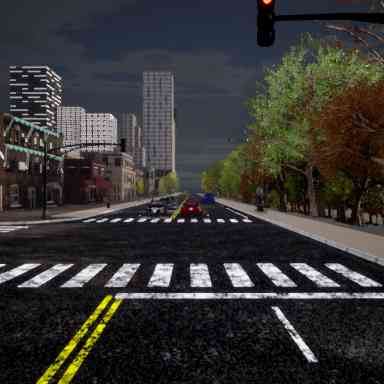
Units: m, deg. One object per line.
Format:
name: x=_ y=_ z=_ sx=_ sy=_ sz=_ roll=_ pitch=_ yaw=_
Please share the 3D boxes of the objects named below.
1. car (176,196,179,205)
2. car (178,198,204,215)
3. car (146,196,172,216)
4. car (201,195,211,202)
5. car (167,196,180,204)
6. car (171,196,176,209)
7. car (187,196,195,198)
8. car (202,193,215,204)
car: x=-3.467 y=1.486 z=53.172 sx=1.837 sy=1.490 sz=4.892 roll=0 pitch=0 yaw=0
car: x=-0.046 y=1.554 z=33.213 sx=1.994 sy=1.385 sz=4.181 roll=0 pitch=0 yaw=1
car: x=-3.429 y=1.481 z=32.982 sx=2.128 sy=1.511 sz=4.902 roll=0 pitch=0 yaw=0
car: x=3.057 y=1.448 z=74.409 sx=1.882 sy=1.535 sz=5.008 roll=0 pitch=0 yaw=0
car: x=-3.456 y=1.468 z=63.562 sx=2.128 sy=1.511 sz=4.902 roll=0 pitch=0 yaw=1
car: x=-3.449 y=1.490 z=43.032 sx=1.837 sy=1.490 sz=4.892 roll=0 pitch=0 yaw=0
car: x=-0.060 y=1.540 z=64.761 sx=1.994 sy=1.385 sz=4.181 roll=0 pitch=0 yaw=-1
car: x=3.187 y=1.198 z=63.834 sx=2.150 sy=2.045 sz=5.566 roll=0 pitch=0 yaw=0
